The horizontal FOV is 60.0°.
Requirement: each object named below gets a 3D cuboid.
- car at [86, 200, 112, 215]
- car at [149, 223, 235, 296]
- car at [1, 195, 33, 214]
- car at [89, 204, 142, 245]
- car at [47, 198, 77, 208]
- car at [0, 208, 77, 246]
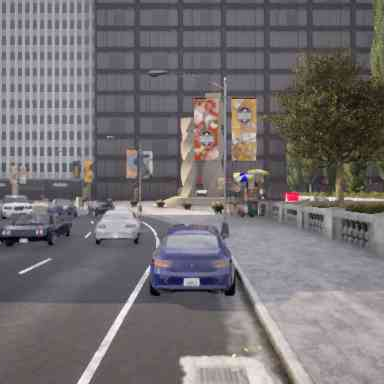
[{"bbox_3d":[-8.702,1.511,31.624,1.837,1.490,4.892,0,0,-29],"label":"car"},{"bbox_3d":[0.024,1.525,8.545,1.812,1.442,4.674,0,0,1],"label":"car"},{"bbox_3d":[-15.405,1.316,29.226,2.150,2.045,5.566,0,0,-31],"label":"car"},{"bbox_3d":[-3.368,1.531,15.592,1.812,1.442,4.674,0,0,-7],"label":"car"},{"bbox_3d":[-11.739,1.358,29.885,2.097,1.767,4.553,0,0,-29],"label":"car"},{"bbox_3d":[-6.842,1.612,15.165,1.895,1.301,4.718,0,0,-7],"label":"car"}]
